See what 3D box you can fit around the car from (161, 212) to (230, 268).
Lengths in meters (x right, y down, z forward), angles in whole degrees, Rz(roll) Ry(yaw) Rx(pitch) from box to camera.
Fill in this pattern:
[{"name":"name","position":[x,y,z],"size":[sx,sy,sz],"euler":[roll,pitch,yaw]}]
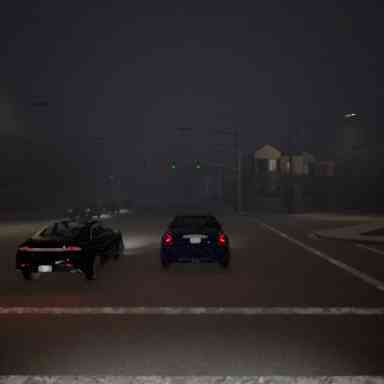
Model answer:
[{"name":"car","position":[0.097,1.472,11.862],"size":[2.097,1.767,4.553],"euler":[0,-1,0]}]

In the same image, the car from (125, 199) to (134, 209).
[{"name":"car","position":[-10.539,1.874,53.334],"size":[2.128,1.511,4.902],"euler":[0,1,1]}]

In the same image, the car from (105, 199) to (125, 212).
[{"name":"car","position":[-10.587,1.931,42.927],"size":[2.128,1.511,4.902],"euler":[0,0,0]}]

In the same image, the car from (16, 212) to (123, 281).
[{"name":"car","position":[-3.405,1.591,10.141],"size":[2.128,1.511,4.902],"euler":[0,-1,0]}]

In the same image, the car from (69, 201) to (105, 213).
[{"name":"car","position":[-10.596,1.725,33.149],"size":[2.097,1.767,4.553],"euler":[0,-1,0]}]
